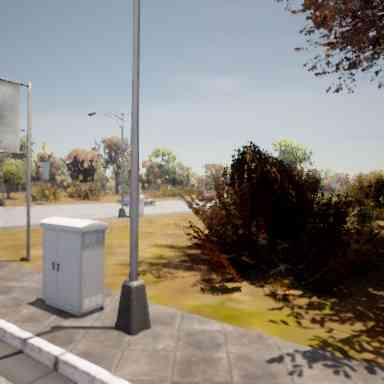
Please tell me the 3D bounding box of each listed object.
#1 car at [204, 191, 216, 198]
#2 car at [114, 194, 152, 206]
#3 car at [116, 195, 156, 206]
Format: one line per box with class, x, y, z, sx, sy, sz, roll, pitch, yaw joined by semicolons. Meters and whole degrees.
car;3.119;0.817;56.336;2.150;2.045;5.566;1;1;33
car;-7.955;1.014;45.610;2.033;1.411;5.357;1;1;32
car;-6.641;1.127;41.153;1.895;1.301;4.718;1;1;32
